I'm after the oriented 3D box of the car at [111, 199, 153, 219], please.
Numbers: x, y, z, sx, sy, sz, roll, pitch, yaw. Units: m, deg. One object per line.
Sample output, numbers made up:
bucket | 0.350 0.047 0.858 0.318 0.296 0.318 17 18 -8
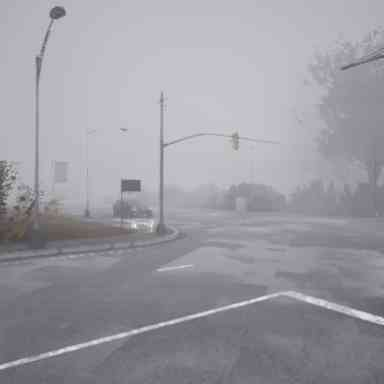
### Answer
car | -5.317 1.396 29.369 2.097 1.767 4.553 0 0 -39
